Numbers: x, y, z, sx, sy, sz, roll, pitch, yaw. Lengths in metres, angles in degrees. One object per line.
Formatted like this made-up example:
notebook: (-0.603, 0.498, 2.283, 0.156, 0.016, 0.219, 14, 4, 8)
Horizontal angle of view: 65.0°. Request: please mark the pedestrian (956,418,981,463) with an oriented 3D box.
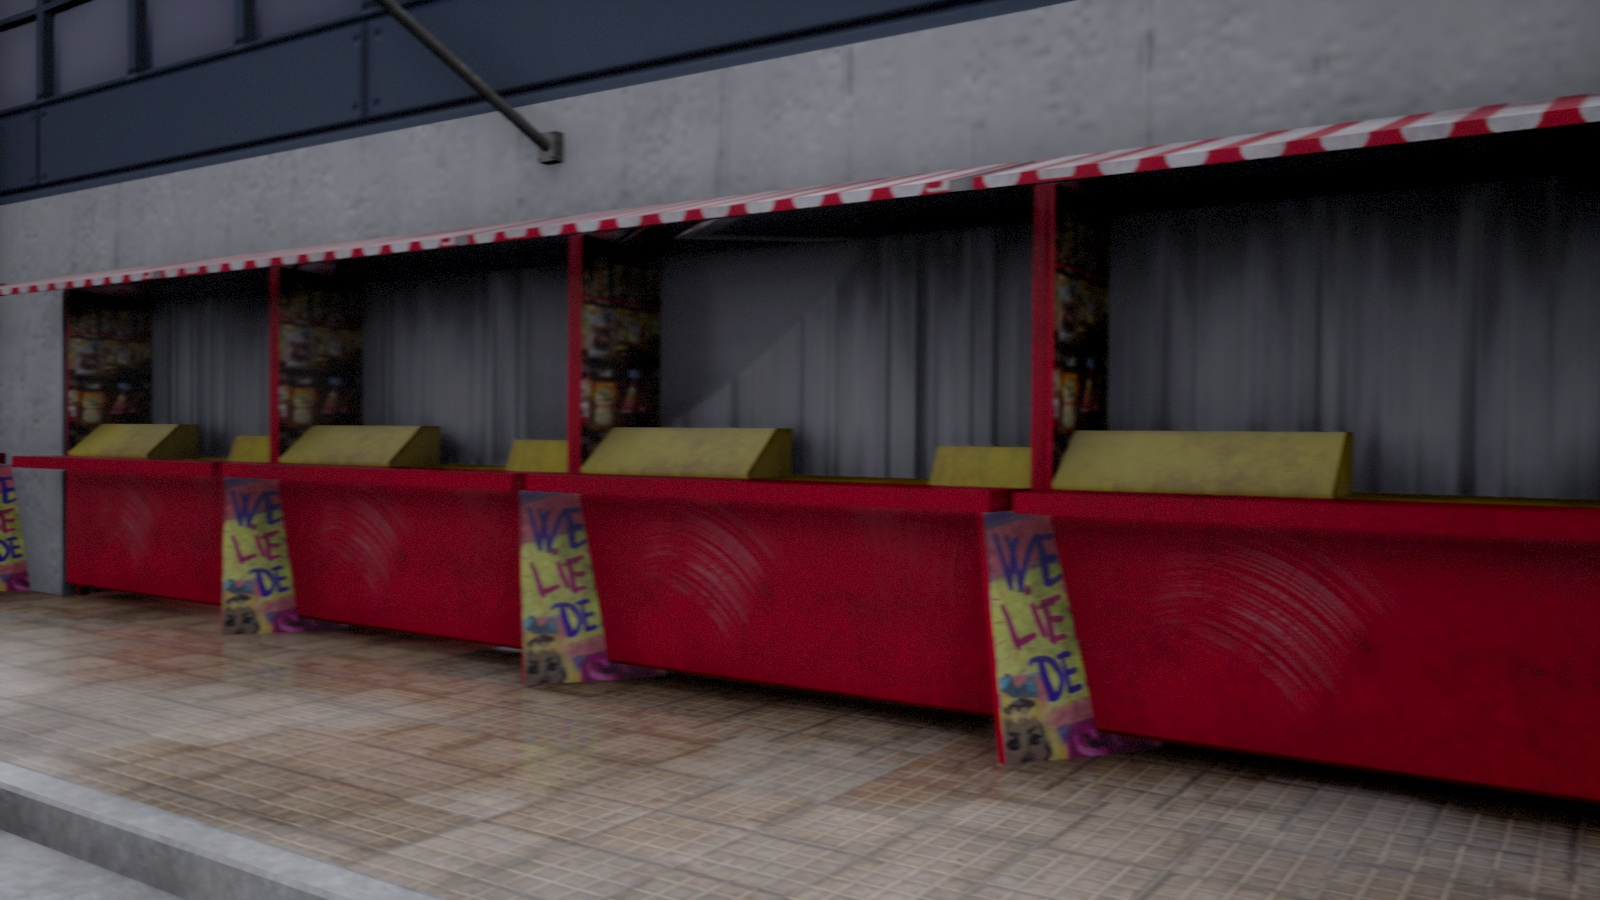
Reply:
pedestrian: (7.055, -0.390, 52.609, 0.849, 1.883, 0.563, 0, 1, 33)
